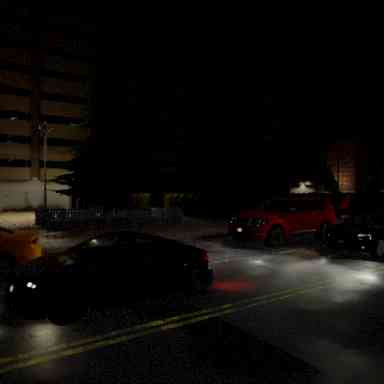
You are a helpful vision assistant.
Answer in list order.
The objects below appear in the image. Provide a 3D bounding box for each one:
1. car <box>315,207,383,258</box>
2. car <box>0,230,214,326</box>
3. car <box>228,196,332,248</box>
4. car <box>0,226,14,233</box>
[{"bbox_3d":[7.284,1.475,13.014,5.008,1.535,1.882,0,0,-33],"label":"car"},{"bbox_3d":[-1.586,1.564,7.105,4.181,1.385,1.994,0,0,-34],"label":"car"},{"bbox_3d":[4.273,1.221,15.216,5.566,2.045,2.150,0,0,-33],"label":"car"},{"bbox_3d":[-6.475,1.478,8.249,5.008,1.535,1.882,0,0,-31],"label":"car"}]
